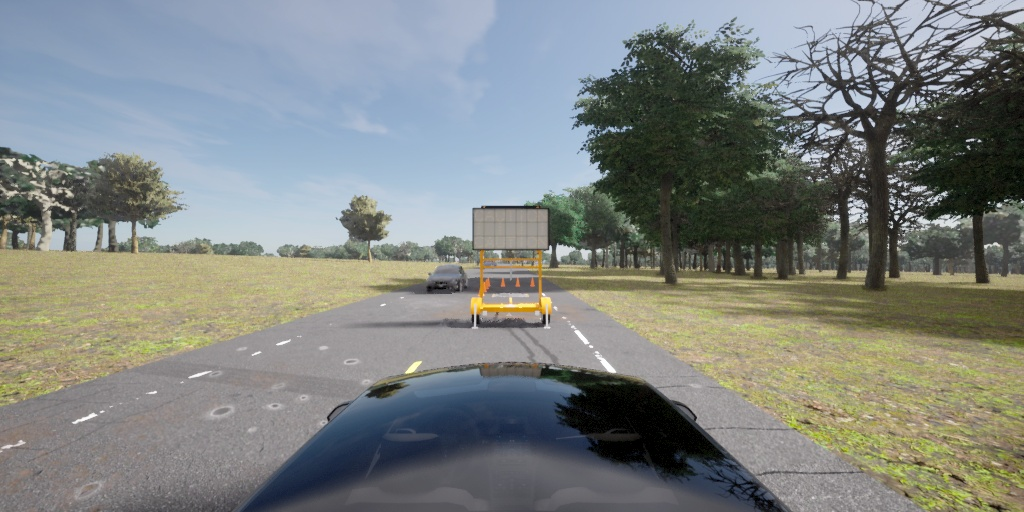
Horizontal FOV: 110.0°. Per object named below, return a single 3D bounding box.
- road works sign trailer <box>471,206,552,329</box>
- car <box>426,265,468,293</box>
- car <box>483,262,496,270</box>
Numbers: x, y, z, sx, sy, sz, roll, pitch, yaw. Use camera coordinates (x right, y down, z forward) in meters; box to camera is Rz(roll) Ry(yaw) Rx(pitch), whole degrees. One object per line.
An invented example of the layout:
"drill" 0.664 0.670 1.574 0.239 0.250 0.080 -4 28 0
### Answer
"road works sign trailer" -0.035 0.226 11.313 2.380 3.560 2.880 0 0 0
"car" -3.704 1.297 21.038 1.837 1.490 4.892 0 0 0
"car" -4.208 1.679 62.349 1.994 1.385 4.181 0 -1 -1
